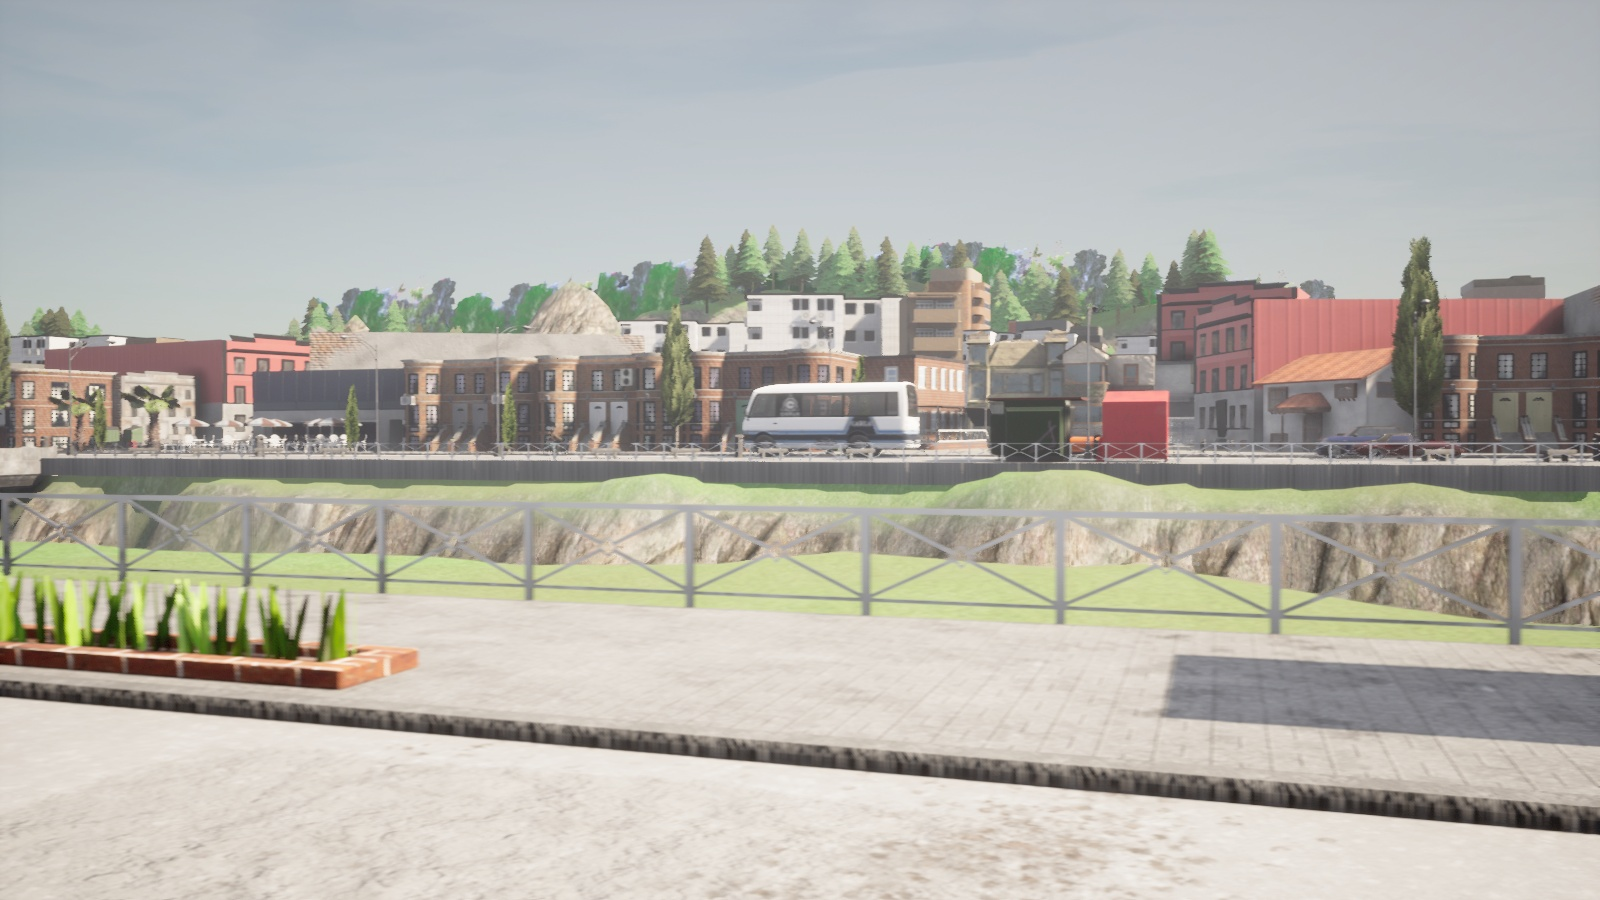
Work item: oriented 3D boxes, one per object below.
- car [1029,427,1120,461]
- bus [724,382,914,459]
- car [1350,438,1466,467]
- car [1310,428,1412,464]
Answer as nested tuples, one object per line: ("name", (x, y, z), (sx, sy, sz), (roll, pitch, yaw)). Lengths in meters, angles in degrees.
("car", (14.875, -0.348, 68.026), (4.553, 1.767, 2.097), (1, 1, 19))
("bus", (1.098, -1.709, 72.648), (10.273, 4.253, 3.944), (1, 1, 19))
("car", (28.593, 0.086, 59.204), (4.718, 1.301, 1.895), (1, 1, 19))
("car", (28.276, -0.225, 63.485), (4.553, 1.767, 2.097), (1, 1, 20))
